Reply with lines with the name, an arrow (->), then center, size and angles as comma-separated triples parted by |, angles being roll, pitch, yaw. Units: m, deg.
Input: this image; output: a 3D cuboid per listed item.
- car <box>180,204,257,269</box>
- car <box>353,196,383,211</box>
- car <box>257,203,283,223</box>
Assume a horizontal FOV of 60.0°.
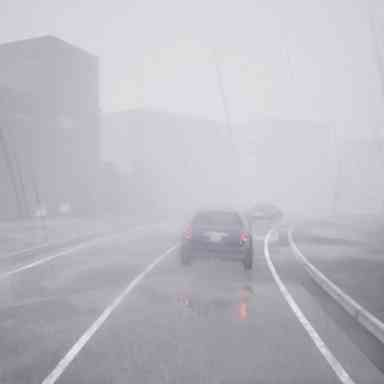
car -> 1.014, 1.306, 11.301 | 2.097, 1.767, 4.553 | 1, 0, 10
car -> 27.599, 1.711, 51.371 | 5.566, 2.045, 2.150 | 2, 3, -24
car -> 5.674, 1.544, 25.608 | 1.994, 1.385, 4.181 | 3, 1, 27
